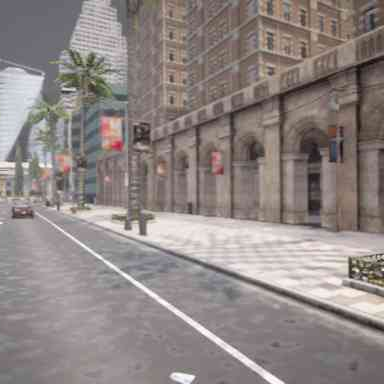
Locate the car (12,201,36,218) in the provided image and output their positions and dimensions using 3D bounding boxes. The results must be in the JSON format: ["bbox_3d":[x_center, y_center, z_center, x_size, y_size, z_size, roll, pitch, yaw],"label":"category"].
[{"bbox_3d":[-17.641,1.898,34.806,1.812,1.442,4.674,-1,0,-29],"label":"car"}]
